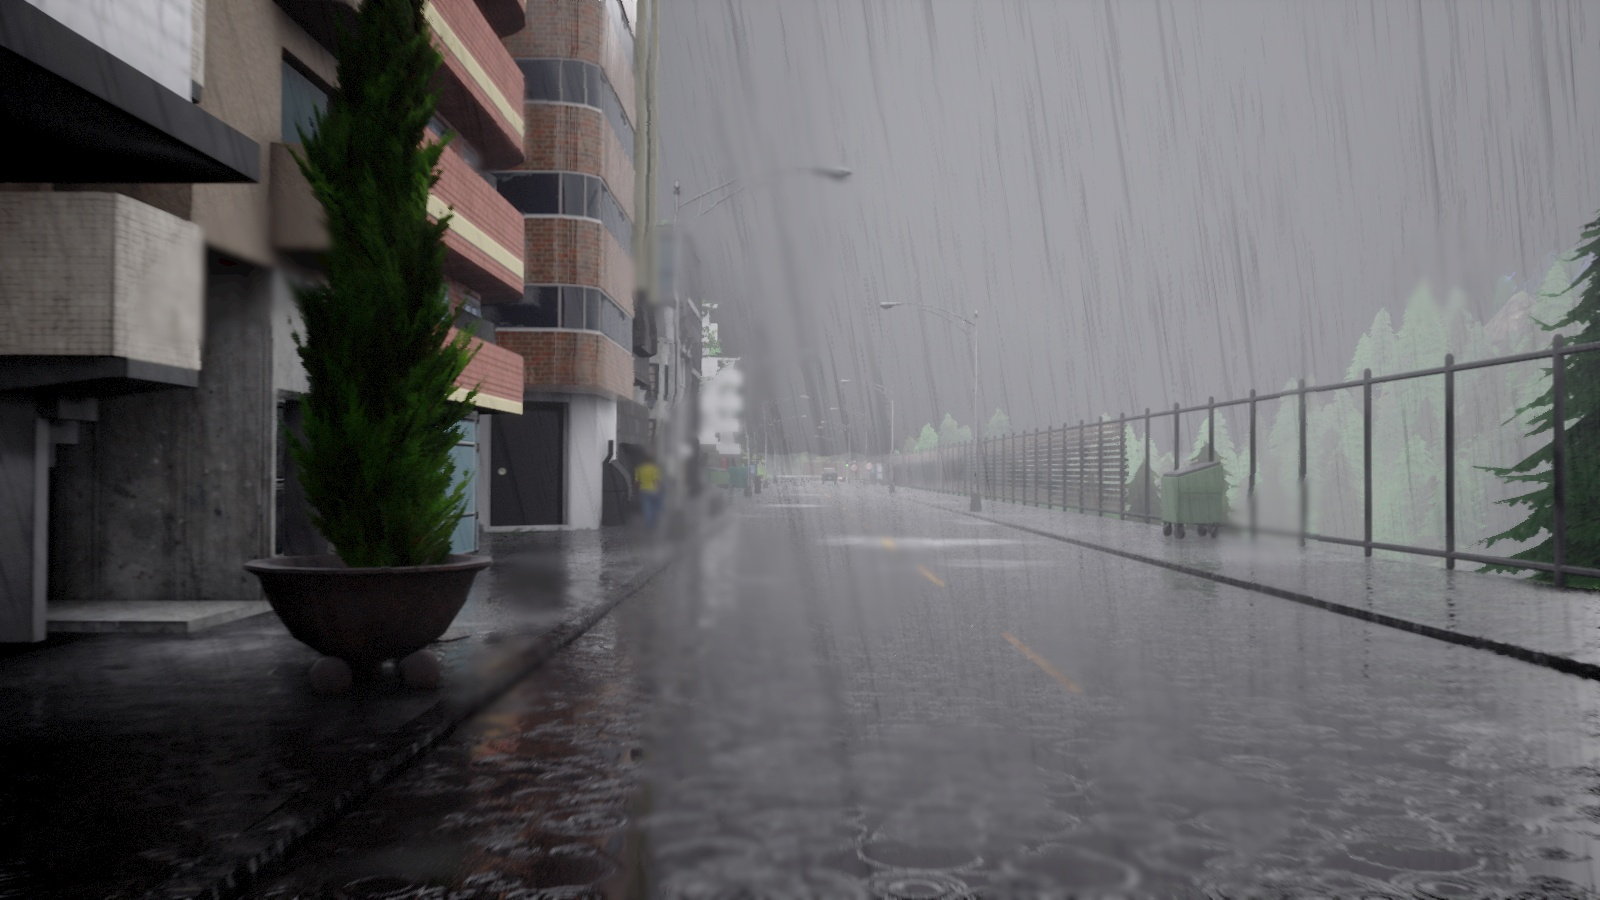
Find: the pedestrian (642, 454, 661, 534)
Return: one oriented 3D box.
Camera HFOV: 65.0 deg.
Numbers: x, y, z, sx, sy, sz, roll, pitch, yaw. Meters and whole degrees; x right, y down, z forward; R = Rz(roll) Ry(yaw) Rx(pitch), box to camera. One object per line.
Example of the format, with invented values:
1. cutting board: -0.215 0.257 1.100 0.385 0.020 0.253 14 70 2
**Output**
1. pedestrian: -3.484 1.026 29.397 0.354 1.836 0.706 0 -1 0
